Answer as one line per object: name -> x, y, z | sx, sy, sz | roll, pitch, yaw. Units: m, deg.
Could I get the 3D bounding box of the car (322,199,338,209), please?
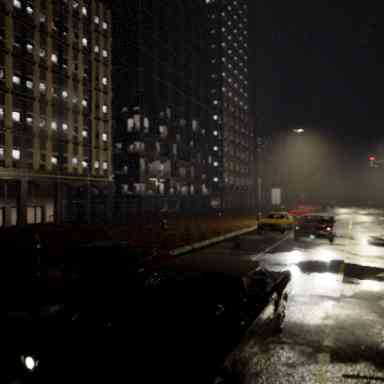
car -> 24.794, 2.198, 60.526 | 2.192, 1.841, 5.009 | -1, -1, 26

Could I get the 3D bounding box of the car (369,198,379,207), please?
car -> 42.095, 2.642, 76.613 | 1.947, 1.339, 4.313 | -1, -1, 26

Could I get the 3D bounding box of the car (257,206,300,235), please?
car -> 5.470, 1.849, 21.416 | 1.752, 1.417, 4.829 | -1, -1, 26

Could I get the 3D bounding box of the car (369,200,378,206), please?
car -> 44.617, 2.679, 81.717 | 1.752, 1.417, 4.829 | -1, -1, 26

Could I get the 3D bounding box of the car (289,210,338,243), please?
car -> 6.742, 1.860, 17.912 | 1.895, 1.301, 4.718 | -1, -1, 26

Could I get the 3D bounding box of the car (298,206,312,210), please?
car -> 10.448, 2.008, 31.488 | 1.887, 1.381, 4.507 | -1, -1, 26

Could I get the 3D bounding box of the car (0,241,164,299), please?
car -> -1.807, 1.707, 6.689 | 1.802, 1.307, 4.206 | -1, -1, 26

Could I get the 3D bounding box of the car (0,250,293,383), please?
car -> 0.091, 1.682, 4.677 | 1.895, 1.301, 4.718 | -1, -1, 26
